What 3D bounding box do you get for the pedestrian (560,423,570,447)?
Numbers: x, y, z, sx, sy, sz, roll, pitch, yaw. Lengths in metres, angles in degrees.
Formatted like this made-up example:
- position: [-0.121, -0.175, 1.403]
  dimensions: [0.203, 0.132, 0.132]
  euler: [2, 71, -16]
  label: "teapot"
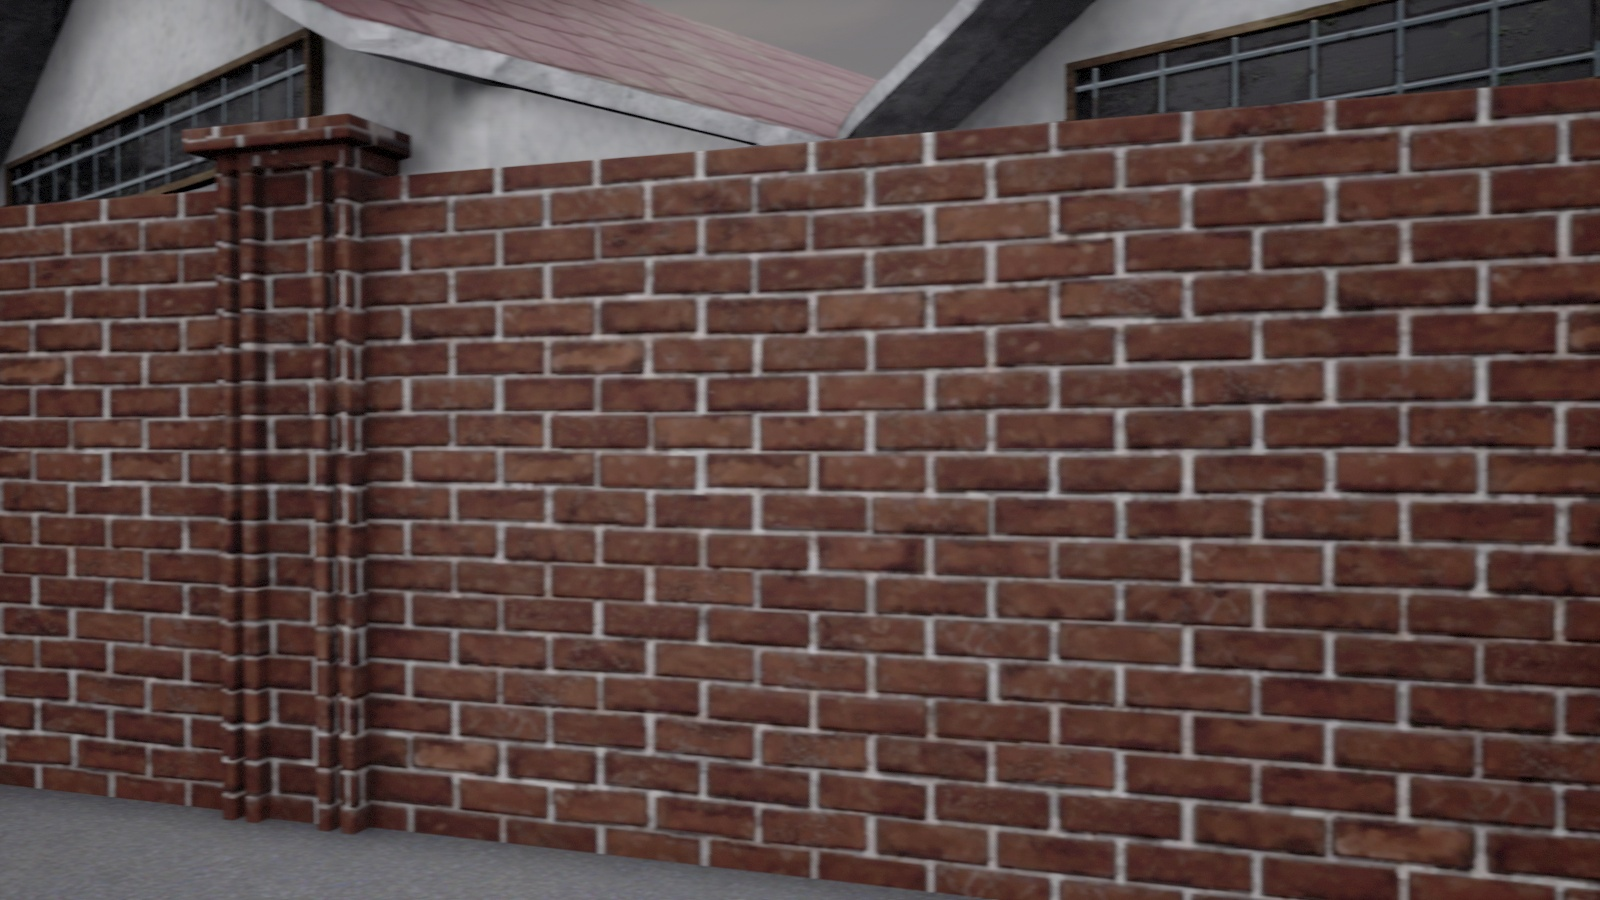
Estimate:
- position: [-18.039, -1.134, 96.272]
  dimensions: [0.703, 1.840, 0.431]
  euler: [1, 1, 42]
  label: "pedestrian"
